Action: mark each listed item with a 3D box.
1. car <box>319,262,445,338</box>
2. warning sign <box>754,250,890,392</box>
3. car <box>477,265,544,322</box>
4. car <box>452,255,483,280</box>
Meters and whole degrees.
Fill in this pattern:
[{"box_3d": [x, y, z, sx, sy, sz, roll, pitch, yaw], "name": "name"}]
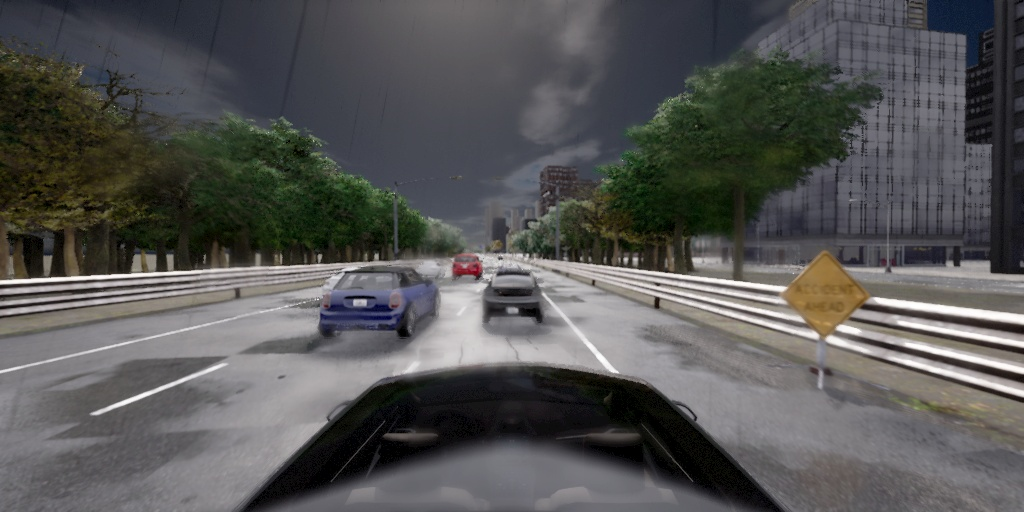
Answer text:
[{"box_3d": [-3.466, 1.085, 10.287, 2.097, 1.767, 4.553, 0, 0, 0], "name": "car"}, {"box_3d": [4.540, 0.858, 5.264, 1.300, 1.860, 1.060, 0, 0, 0], "name": "warning sign"}, {"box_3d": [0.028, 1.235, 12.232, 1.837, 1.490, 4.892, 0, 0, 0], "name": "car"}, {"box_3d": [-3.672, 0.923, 30.125, 2.150, 2.045, 5.566, 0, 0, -1], "name": "car"}]
